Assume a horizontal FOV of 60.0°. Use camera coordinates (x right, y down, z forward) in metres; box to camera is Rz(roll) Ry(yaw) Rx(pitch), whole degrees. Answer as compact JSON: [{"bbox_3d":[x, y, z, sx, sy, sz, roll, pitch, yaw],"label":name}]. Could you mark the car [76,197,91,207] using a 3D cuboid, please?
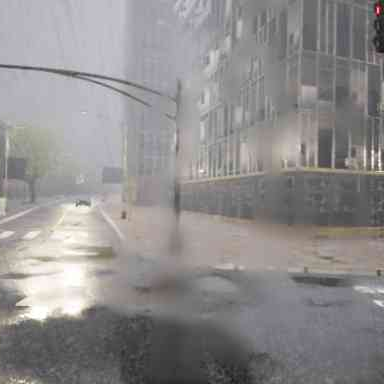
[{"bbox_3d":[-14.403,1.273,44.223,1.895,1.301,4.718,2,0,-17],"label":"car"}]
